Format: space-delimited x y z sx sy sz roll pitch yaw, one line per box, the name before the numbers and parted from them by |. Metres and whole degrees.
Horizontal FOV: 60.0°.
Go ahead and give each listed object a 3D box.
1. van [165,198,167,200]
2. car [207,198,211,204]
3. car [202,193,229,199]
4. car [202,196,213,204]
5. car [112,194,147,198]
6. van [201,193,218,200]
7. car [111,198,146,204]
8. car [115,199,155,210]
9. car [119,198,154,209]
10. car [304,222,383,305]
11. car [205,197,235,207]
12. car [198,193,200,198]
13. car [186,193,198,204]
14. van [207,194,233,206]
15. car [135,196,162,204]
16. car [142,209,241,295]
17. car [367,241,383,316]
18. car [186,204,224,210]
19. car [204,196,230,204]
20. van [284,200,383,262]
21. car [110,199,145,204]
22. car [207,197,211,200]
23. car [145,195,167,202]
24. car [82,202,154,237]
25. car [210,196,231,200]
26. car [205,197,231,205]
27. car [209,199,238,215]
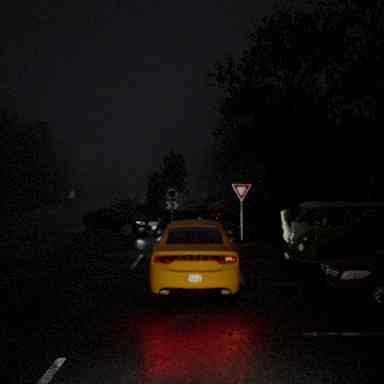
van | -8.245 1.306 72.548 4.442 1.987 1.878 0 0 0
car | 4.716 1.858 42.028 4.792 1.488 2.163 0 1 0
car | 4.764 1.440 53.104 5.566 2.045 2.435 0 1 0
car | 4.555 1.757 47.568 5.366 1.575 1.946 0 1 0
car | -8.308 1.542 44.796 5.566 2.045 2.435 0 1 0
van | 4.818 1.234 92.004 4.442 1.987 1.878 0 0 0
car | -8.329 1.828 42.023 5.008 1.535 2.097 0 1 0
car | -8.154 1.756 47.575 5.366 1.575 1.946 0 1 0
car | -8.335 1.725 50.351 4.892 1.521 2.231 0 1 0
car | 5.041 1.501 6.841 4.674 1.452 2.002 0 0 0
car | 4.705 1.686 55.877 4.792 1.488 2.163 0 1 0
car | 4.683 1.251 80.797 5.566 2.045 2.435 0 0 0
car | -0.215 1.569 64.354 1.882 1.535 5.008 0 0 0
van | 4.848 1.397 58.768 4.442 1.987 1.878 0 1 0
car | -8.360 1.573 64.220 4.892 1.521 2.231 0 1 0
car | 0.066 1.449 8.677 1.882 1.535 5.008 0 0 0
car | 5.042 1.514 4.056 4.674 1.452 2.002 0 0 0
car | -0.045 1.932 28.447 4.718 1.301 1.895 -1 -3 24
car | 4.755 1.603 64.181 4.792 1.488 2.163 0 0 0
van | 4.912 1.223 9.513 4.442 1.987 1.878 -1 0 0
car | -8.361 1.892 39.247 4.792 1.488 2.163 0 1 0
car | 4.740 1.834 44.799 4.674 1.452 2.002 0 1 0
car | -8.395 1.541 78.101 4.792 1.488 2.163 0 0 0
car | -3.922 1.534 18.192 4.902 1.511 2.128 0 -3 35
car | 4.779 1.736 39.381 4.553 1.767 2.185 0 1 0
car | 4.757 1.624 61.541 4.792 1.488 2.163 0 1 0
car | 4.745 1.896 36.612 5.008 1.535 2.097 0 1 0
